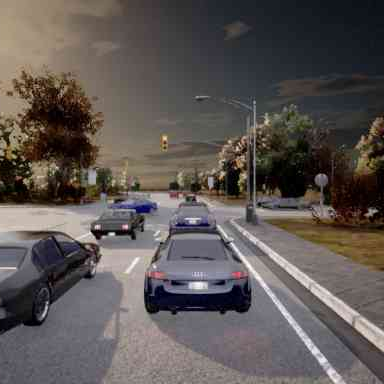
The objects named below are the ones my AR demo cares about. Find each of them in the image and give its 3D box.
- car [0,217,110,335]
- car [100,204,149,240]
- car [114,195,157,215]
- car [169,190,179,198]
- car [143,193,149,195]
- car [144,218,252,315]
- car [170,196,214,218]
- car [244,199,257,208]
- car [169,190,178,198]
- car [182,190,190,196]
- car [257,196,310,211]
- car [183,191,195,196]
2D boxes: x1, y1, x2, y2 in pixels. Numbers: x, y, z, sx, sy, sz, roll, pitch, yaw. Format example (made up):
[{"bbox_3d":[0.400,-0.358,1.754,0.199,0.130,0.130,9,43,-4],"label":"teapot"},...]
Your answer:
[{"bbox_3d":[-3.423,1.529,6.933,2.033,1.411,5.357,0,0,-1],"label":"car"},{"bbox_3d":[-3.493,1.520,16.578,1.895,1.301,4.718,0,0,-1],"label":"car"},{"bbox_3d":[-5.118,1.311,28.952,1.882,1.535,5.008,-1,0,33],"label":"car"},{"bbox_3d":[-4.329,0.594,82.857,2.150,2.045,5.566,0,1,-3],"label":"car"},{"bbox_3d":[-10.913,1.104,71.119,1.895,1.301,4.718,0,1,-1],"label":"car"},{"bbox_3d":[0.074,1.542,7.625,1.994,1.385,4.181,0,0,-1],"label":"car"},{"bbox_3d":[0.028,1.273,16.259,2.097,1.767,4.553,0,0,0],"label":"car"},{"bbox_3d":[8.865,1.246,40.532,4.902,1.511,2.128,0,0,-4],"label":"car"},{"bbox_3d":[-5.170,0.446,93.598,2.150,2.045,5.566,0,1,-7],"label":"car"},{"bbox_3d":[-1.536,0.464,92.484,2.150,2.045,5.566,0,1,-6],"label":"car"},{"bbox_3d":[10.424,1.326,37.098,5.357,1.411,2.033,0,0,-4],"label":"car"},{"bbox_3d":[-0.212,1.075,62.149,1.882,1.535,5.008,0,0,0],"label":"car"}]
